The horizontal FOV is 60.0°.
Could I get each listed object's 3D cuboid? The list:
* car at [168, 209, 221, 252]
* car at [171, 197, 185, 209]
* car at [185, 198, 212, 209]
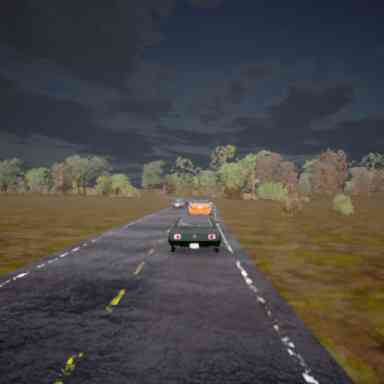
[{"bbox_3d":[0.135,1.598,13.887,1.895,1.301,4.718,0,0,1],"label":"car"},{"bbox_3d":[-1.630,1.472,43.729,2.128,1.511,4.902,0,0,4],"label":"car"},{"bbox_3d":[0.811,1.346,30.920,2.097,1.767,4.553,0,0,3],"label":"car"}]
